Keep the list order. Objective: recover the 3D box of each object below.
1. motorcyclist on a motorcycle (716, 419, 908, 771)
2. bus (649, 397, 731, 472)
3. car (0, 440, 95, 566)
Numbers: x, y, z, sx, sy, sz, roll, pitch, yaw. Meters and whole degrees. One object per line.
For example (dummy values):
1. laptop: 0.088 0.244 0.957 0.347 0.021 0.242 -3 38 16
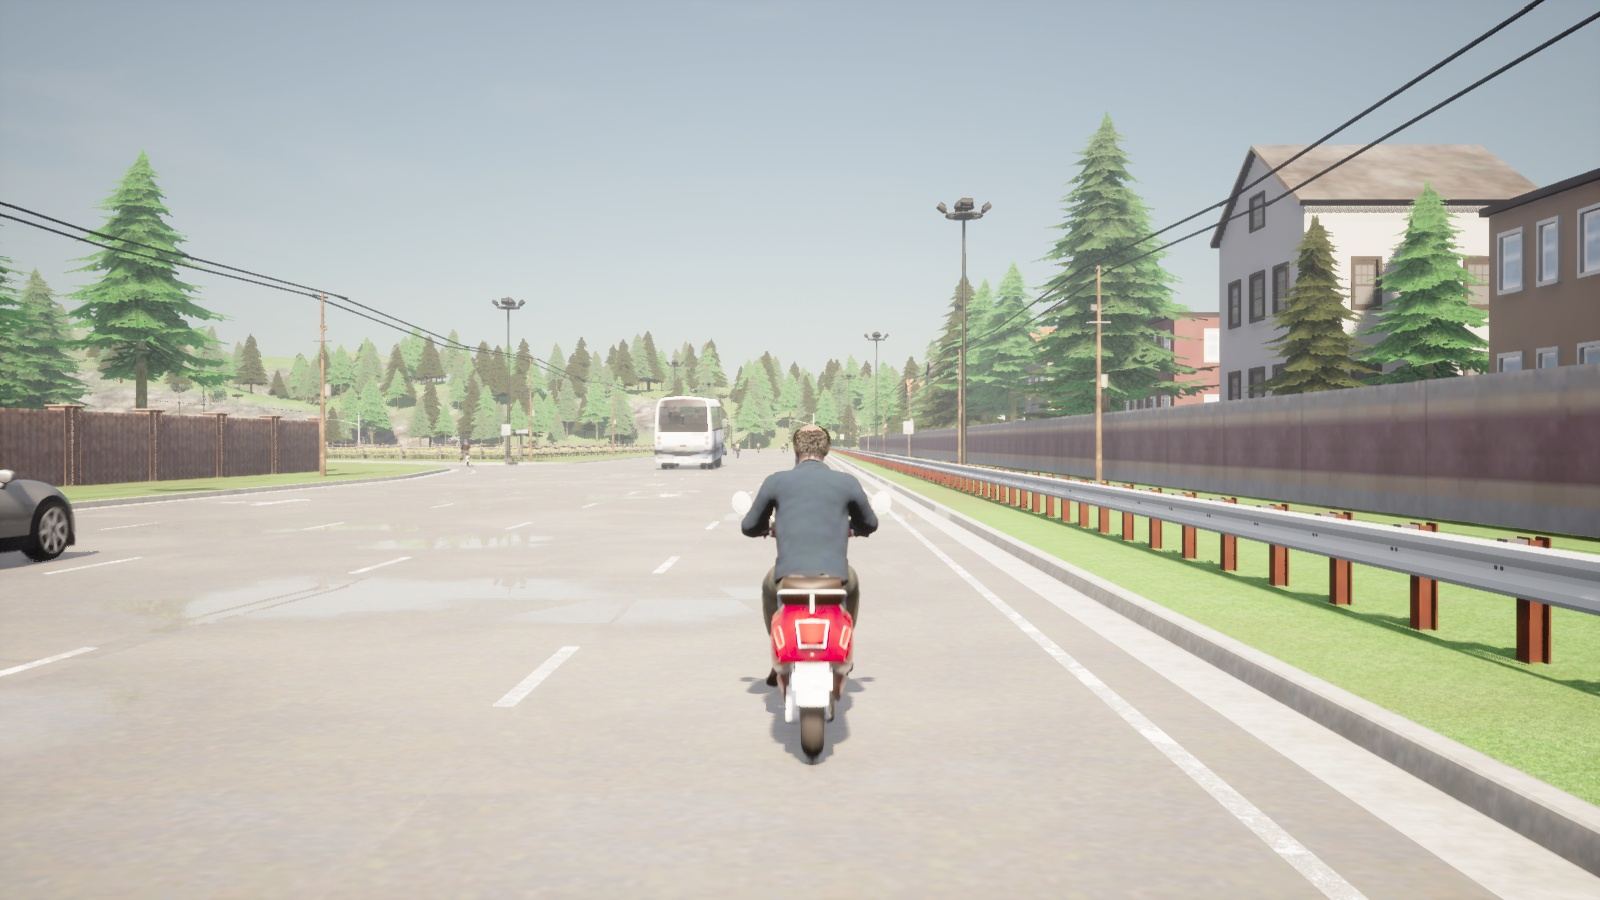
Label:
1. motorcyclist on a motorcycle: 0.060 0.664 6.600 0.866 1.590 1.817 0 -1 0
2. bus: -6.474 -1.062 75.552 3.944 4.253 10.273 0 2 0
3. car: -10.384 0.620 14.832 1.970 1.475 3.806 0 0 0
